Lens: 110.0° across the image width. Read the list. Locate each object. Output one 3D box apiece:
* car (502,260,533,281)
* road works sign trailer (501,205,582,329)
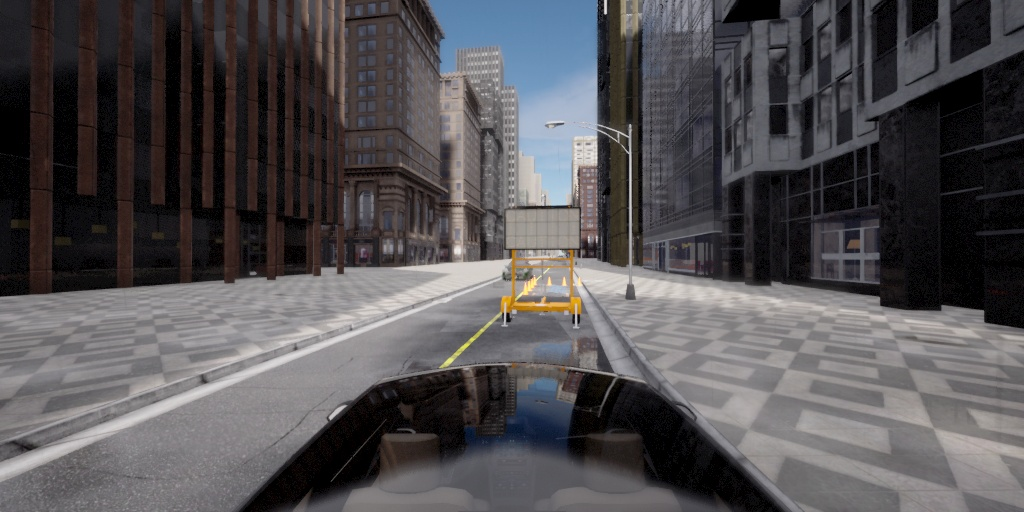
[{"bbox_3d":[0.503,1.078,29.376,2.097,1.767,4.553,0,0,8],"label":"car"},{"bbox_3d":[0.976,0.211,11.411,2.380,3.560,2.880,0,0,8],"label":"road works sign trailer"}]
